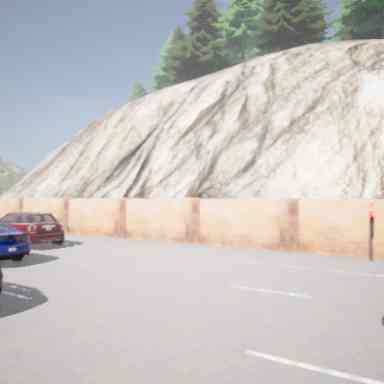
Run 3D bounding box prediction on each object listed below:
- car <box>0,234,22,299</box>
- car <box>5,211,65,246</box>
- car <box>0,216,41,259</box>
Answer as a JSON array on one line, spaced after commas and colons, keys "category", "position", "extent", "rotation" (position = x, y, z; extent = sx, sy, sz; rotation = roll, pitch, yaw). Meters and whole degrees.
[{"category": "car", "position": [-6.058, 1.674, 7.094], "extent": [4.892, 1.490, 1.837], "rotation": [0, -2, 30]}, {"category": "car", "position": [-8.527, 1.771, 16.605], "extent": [4.553, 1.767, 2.097], "rotation": [-1, -2, 30]}, {"category": "car", "position": [-8.130, 1.780, 12.334], "extent": [5.008, 1.535, 1.882], "rotation": [0, -2, 30]}]
